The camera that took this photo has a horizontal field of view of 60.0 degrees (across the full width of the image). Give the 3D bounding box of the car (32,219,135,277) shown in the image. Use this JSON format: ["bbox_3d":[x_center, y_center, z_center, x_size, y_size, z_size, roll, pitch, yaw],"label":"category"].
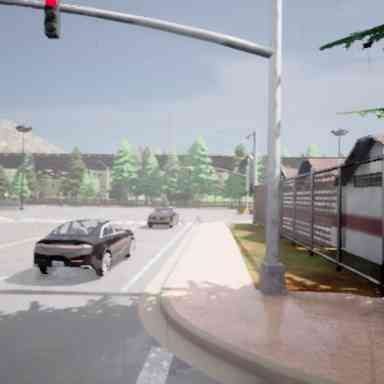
[{"bbox_3d":[-3.184,1.625,10.780,2.128,1.511,4.902,1,-1,4],"label":"car"}]

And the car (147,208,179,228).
[{"bbox_3d":[-2.127,1.920,25.433,2.033,1.411,5.357,1,-1,4],"label":"car"}]
